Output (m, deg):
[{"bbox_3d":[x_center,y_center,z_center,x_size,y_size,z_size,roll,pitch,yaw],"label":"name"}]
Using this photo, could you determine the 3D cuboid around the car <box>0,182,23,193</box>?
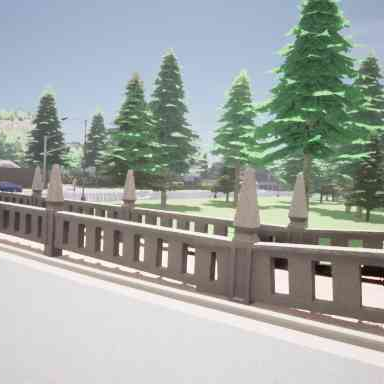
[{"bbox_3d":[-21.384,-0.402,36.981,1.812,1.442,4.674,4,3,37],"label":"car"}]
